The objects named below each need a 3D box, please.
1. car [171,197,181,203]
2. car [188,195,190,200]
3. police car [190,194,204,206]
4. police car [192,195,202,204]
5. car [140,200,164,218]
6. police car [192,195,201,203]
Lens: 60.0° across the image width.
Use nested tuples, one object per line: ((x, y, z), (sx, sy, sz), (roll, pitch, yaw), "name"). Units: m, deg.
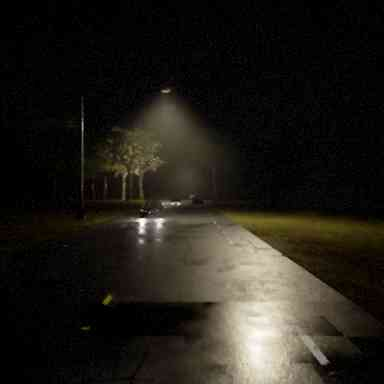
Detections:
((-3.520, 1.670, 72.508), (1.994, 1.385, 4.181), (0, 0, 0), "car")
((-0.026, 1.582, 92.835), (2.128, 1.511, 4.902), (0, 0, 0), "car")
((1.033, 1.529, 58.858), (1.930, 1.638, 5.238), (0, 0, 0), "police car")
((1.031, 1.551, 68.858), (1.930, 1.638, 5.238), (0, 0, 0), "police car")
((-3.606, 1.546, 30.635), (1.837, 1.490, 4.892), (0, 0, 0), "car")
((1.029, 1.560, 74.857), (1.930, 1.638, 5.238), (0, 0, 0), "police car")
